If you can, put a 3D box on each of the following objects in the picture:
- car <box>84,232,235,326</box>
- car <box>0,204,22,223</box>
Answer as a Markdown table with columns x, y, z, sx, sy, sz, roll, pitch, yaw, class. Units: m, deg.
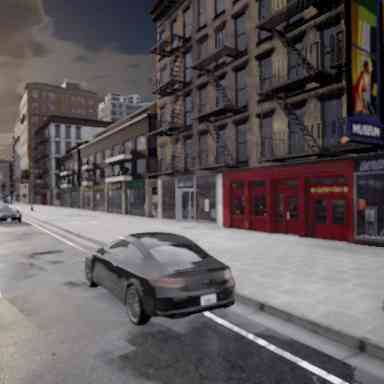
| x | y | z | sx | sy | sz | roll | pitch | yaw | class |
| --- | --- | --- | --- | --- | --- | --- | --- | --- | --- |
| -0.969 | 1.606 | 7.335 | 1.812 | 1.442 | 4.674 | 0 | -1 | -33 | car |
| -16.093 | 2.012 | 29.031 | 1.895 | 1.301 | 4.718 | 0 | -1 | -32 | car |
